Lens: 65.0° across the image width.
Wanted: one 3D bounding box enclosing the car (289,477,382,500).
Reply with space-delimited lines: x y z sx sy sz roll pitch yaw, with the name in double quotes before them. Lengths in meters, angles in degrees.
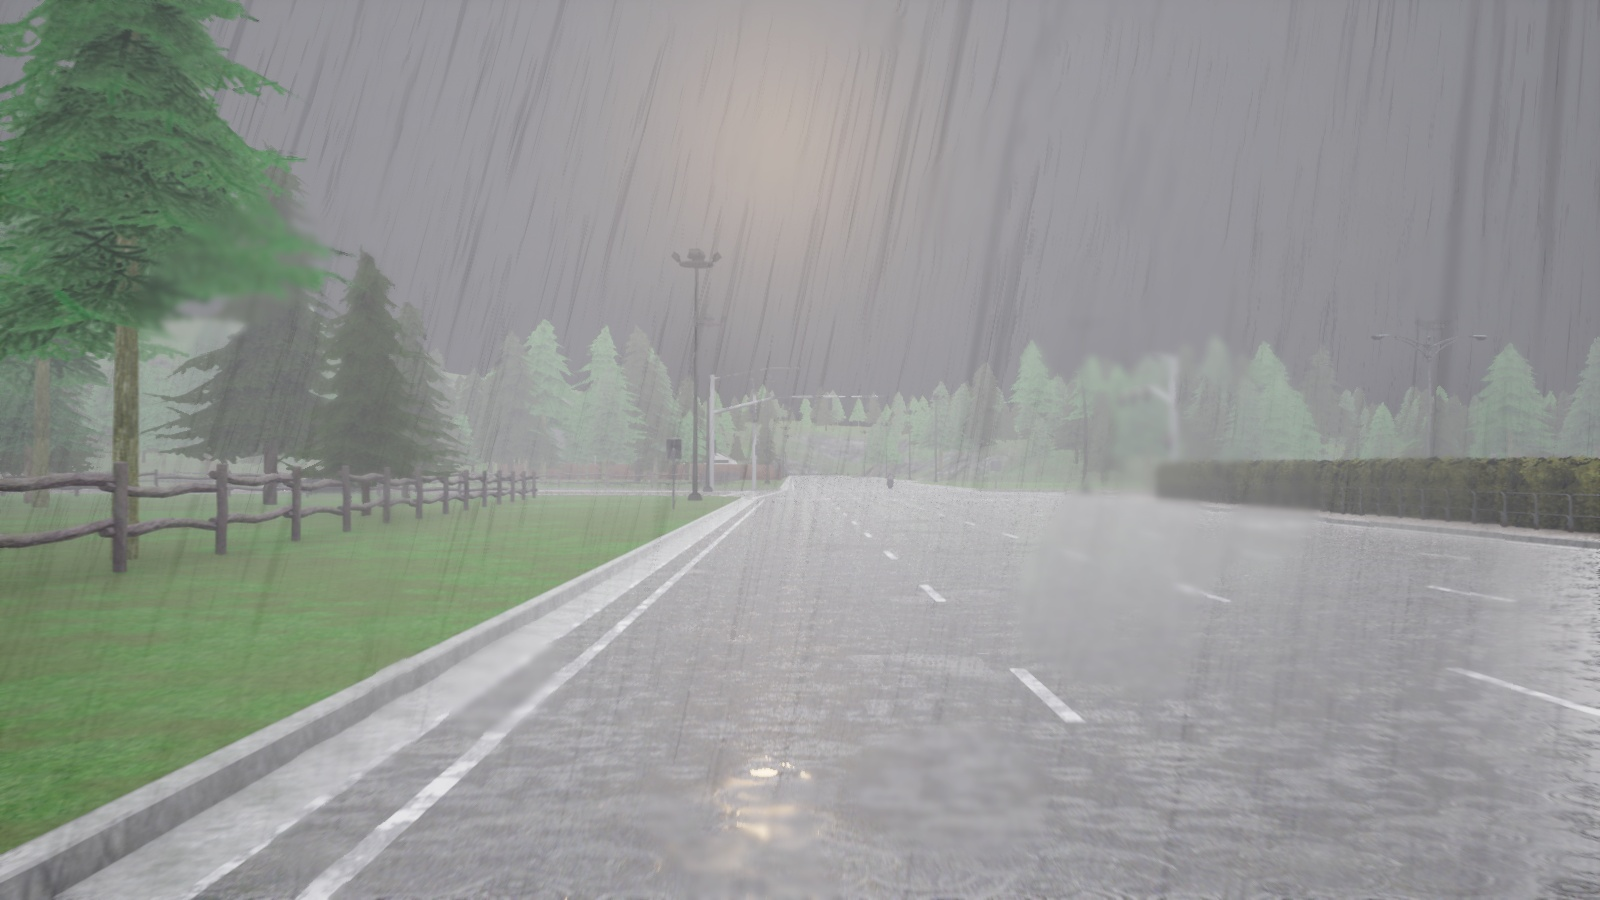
"car" -26.921 2.244 72.926 4.718 1.301 1.895 0 -1 -1
